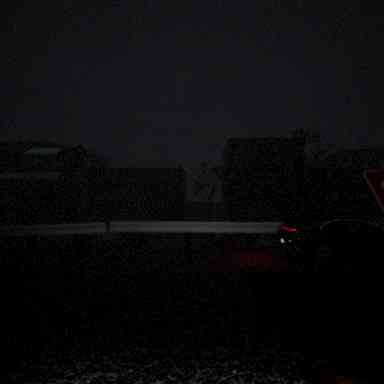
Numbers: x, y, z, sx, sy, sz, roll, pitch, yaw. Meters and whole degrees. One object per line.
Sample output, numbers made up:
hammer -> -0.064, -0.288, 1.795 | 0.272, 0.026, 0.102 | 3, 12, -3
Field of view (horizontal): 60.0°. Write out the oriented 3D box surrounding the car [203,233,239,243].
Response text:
car -> 2.764, 4.359, 35.740 | 2.185, 1.767, 4.553 | 0, 0, -18

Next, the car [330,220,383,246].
car -> 17.575, 4.232, 35.222 | 2.435, 2.045, 5.566 | 0, 0, -18

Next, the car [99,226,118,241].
car -> -9.123, 4.480, 36.254 | 1.946, 1.575, 5.366 | 0, 0, -18

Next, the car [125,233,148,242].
car -> -6.084, 4.513, 35.965 | 2.163, 1.488, 4.792 | 0, 0, -18

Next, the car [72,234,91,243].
car -> -12.010, 4.482, 36.175 | 2.097, 1.535, 5.008 | 0, 0, -18

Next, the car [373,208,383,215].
car -> 41.488, 4.115, 71.232 | 4.674, 1.452, 2.002 | -1, 0, -17

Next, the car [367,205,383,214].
car -> 41.697, 3.917, 74.231 | 4.553, 1.767, 2.185 | -1, 1, -17

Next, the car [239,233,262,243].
car -> 5.737, 4.486, 35.617 | 2.231, 1.521, 4.892 | 0, 0, -18

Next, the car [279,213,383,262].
car -> 5.625, 1.606, 11.919 | 4.902, 1.511, 2.128 | 2, 0, -5

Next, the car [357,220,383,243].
car -> 20.532, 4.232, 35.128 | 2.435, 2.045, 5.566 | 0, 0, -18

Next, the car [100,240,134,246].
car -> -4.345, 4.424, 18.948 | 2.435, 2.045, 5.566 | 0, 1, -18

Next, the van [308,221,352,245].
van -> 14.563, 4.259, 35.449 | 1.878, 1.987, 4.442 | 0, 0, -18
